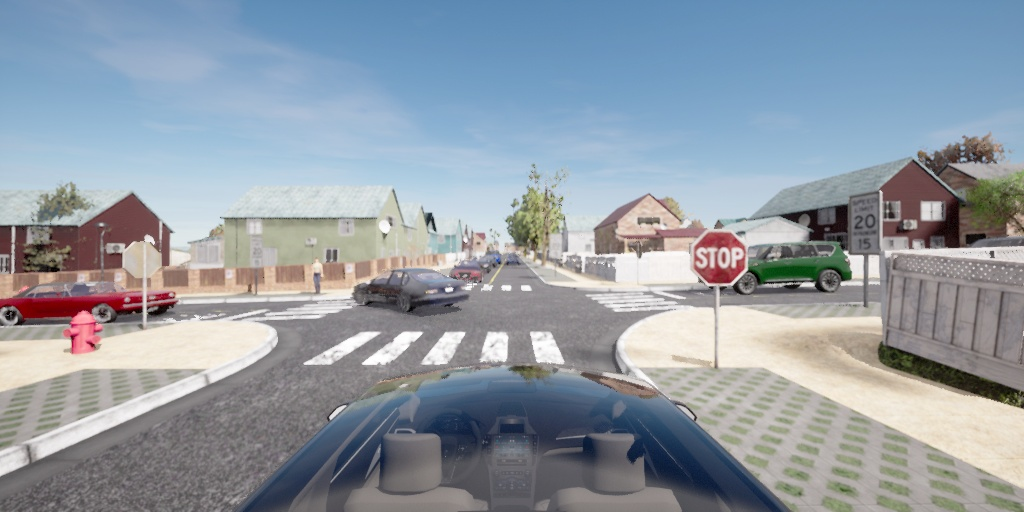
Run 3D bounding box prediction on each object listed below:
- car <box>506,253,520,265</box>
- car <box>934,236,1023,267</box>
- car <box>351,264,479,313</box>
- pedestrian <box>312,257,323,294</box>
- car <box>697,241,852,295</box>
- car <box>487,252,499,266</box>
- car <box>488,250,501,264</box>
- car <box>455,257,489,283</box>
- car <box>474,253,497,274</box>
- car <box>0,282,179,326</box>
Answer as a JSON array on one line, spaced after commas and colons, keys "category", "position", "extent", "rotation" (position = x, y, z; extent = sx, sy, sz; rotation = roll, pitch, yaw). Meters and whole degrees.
[{"category": "car", "position": [0.161, 0.487, 52.010], "extent": [2.033, 1.411, 5.357], "rotation": [0, 1, 0]}, {"category": "car", "position": [21.023, 0.185, 15.037], "extent": [5.566, 2.045, 2.150], "rotation": [-2, 0, 0]}, {"category": "car", "position": [-3.901, 1.152, 13.175], "extent": [5.357, 1.411, 2.033], "rotation": [-1, 1, 42]}, {"category": "pedestrian", "position": [-9.673, 0.952, 17.815], "extent": [0.375, 1.860, 0.375], "rotation": [0, 1, 0]}, {"category": "car", "position": [10.820, 0.460, 14.980], "extent": [5.566, 2.045, 2.150], "rotation": [-2, 0, -1]}, {"category": "car", "position": [-2.794, 0.625, 42.276], "extent": [1.812, 1.442, 4.674], "rotation": [0, 1, 0]}, {"category": "car", "position": [-2.758, 0.146, 52.975], "extent": [2.150, 2.045, 5.566], "rotation": [0, 1, 0]}, {"category": "car", "position": [-2.825, 0.967, 23.444], "extent": [1.994, 1.385, 4.181], "rotation": [0, 1, 0]}, {"category": "car", "position": [-2.809, 0.751, 32.409], "extent": [2.128, 1.511, 4.902], "rotation": [0, 1, 0]}, {"category": "car", "position": [-14.107, 1.507, 11.911], "extent": [4.718, 1.301, 1.895], "rotation": [-2, 0, 1]}]
